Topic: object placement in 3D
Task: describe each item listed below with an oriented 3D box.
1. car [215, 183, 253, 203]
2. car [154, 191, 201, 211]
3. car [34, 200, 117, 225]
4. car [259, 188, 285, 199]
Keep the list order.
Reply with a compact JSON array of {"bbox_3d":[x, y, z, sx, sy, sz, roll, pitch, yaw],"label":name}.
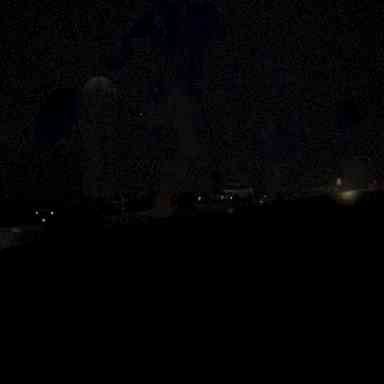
[{"bbox_3d":[4.703,0.104,36.337,2.150,2.045,5.566,-1,1,36],"label":"car"},{"bbox_3d":[-1.143,0.715,28.133,1.837,1.490,4.892,-1,1,36],"label":"car"},{"bbox_3d":[-6.889,1.148,19.984,1.895,1.301,4.718,-1,1,34],"label":"car"},{"bbox_3d":[10.911,0.101,44.984,2.033,1.411,5.357,-1,1,36],"label":"car"}]
